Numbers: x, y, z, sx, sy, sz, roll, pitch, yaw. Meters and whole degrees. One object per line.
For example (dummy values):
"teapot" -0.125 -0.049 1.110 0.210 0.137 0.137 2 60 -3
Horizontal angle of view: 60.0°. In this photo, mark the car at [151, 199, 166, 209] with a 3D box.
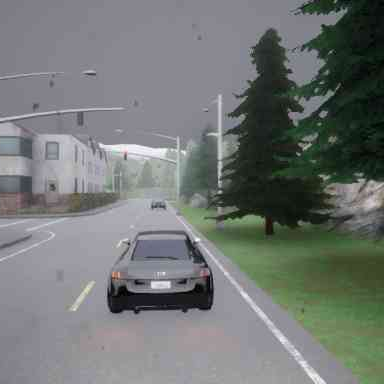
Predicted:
"car" -4.437 1.601 43.913 1.895 1.301 4.718 0 0 -6

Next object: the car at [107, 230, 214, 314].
"car" -0.693 1.564 7.711 1.994 1.385 4.181 0 0 -5
